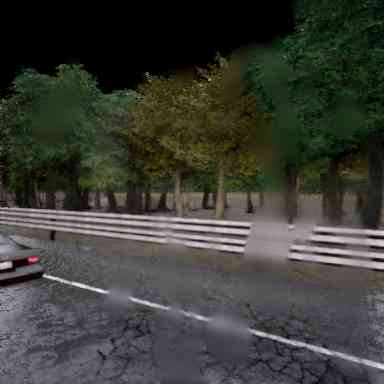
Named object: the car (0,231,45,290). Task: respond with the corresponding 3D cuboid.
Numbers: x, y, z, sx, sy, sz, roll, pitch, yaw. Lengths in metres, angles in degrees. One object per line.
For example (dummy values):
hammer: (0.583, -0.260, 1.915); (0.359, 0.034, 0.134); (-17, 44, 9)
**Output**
car: (-5.787, 1.516, 8.121); (5.357, 1.411, 2.033); (0, 0, 36)
